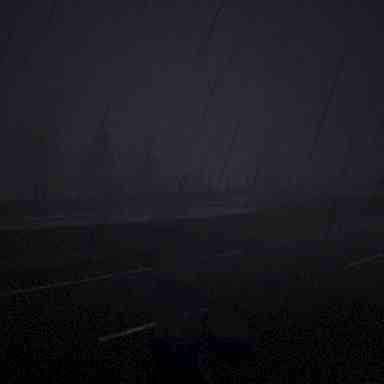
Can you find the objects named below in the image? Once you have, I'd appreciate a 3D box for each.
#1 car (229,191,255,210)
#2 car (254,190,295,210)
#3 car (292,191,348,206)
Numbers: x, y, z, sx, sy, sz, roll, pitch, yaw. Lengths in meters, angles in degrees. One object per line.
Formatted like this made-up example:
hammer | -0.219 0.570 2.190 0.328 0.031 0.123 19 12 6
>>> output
car | 5.413 0.697 29.937 4.674 1.442 1.812 -4 2 -37
car | 7.689 0.661 27.270 4.892 1.490 1.837 -4 2 -37
car | 9.696 0.725 24.400 4.181 1.385 1.994 -4 2 -37
